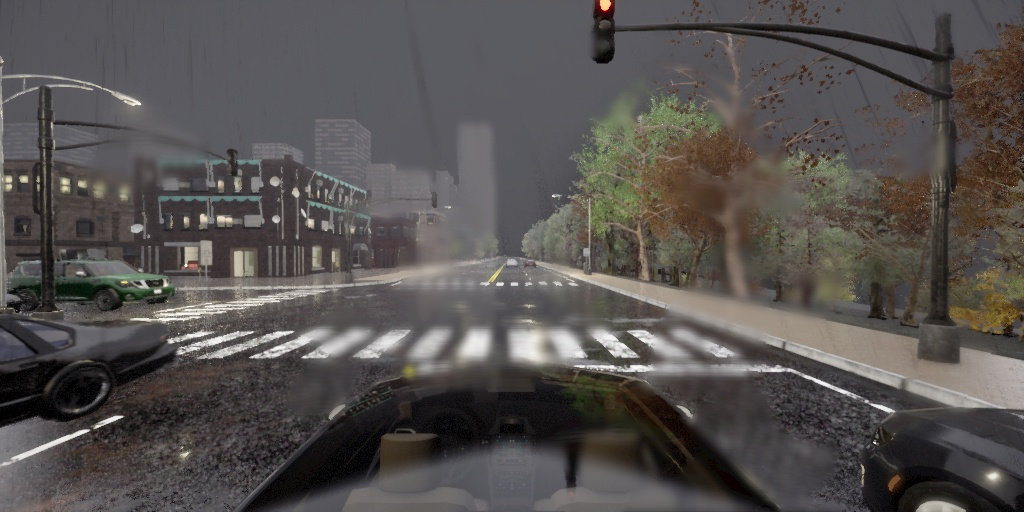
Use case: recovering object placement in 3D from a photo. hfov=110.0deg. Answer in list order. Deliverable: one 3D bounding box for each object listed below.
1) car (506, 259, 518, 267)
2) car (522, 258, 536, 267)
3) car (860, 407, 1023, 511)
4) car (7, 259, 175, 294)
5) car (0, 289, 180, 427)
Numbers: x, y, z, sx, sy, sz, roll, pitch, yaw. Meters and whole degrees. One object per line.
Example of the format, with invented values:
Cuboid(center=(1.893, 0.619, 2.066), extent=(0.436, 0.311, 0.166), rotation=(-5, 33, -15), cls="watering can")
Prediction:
Cuboid(center=(-0.029, 1.243, 63.289), extent=(1.812, 1.442, 4.674), rotation=(0, 0, 0), cls="car")
Cuboid(center=(3.224, 1.243, 63.392), extent=(1.812, 1.442, 4.674), rotation=(0, 0, 0), cls="car")
Cuboid(center=(3.352, 1.255, 0.459), extent=(1.837, 1.490, 4.892), rotation=(0, 0, 0), cls="car")
Cuboid(center=(-17.605, 1.166, 15.101), extent=(5.566, 2.045, 2.150), rotation=(-1, 0, 2), cls="car")
Cuboid(center=(-6.292, 1.297, 3.174), extent=(2.033, 1.411, 5.357), rotation=(0, 0, 5), cls="car")
